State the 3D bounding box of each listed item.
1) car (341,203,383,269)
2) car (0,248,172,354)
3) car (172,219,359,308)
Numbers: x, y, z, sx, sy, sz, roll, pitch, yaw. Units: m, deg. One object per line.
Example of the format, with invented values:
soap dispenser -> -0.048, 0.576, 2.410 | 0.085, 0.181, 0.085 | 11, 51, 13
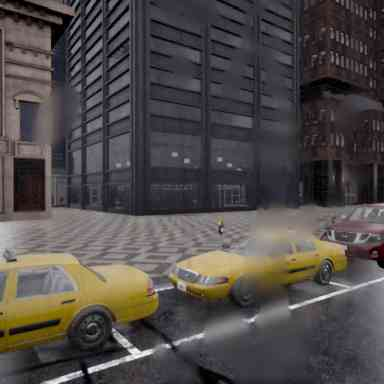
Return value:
car -> 6.498, 1.314, 11.269 | 5.009, 1.841, 2.192 | 0, 0, -35
car -> -2.834, 1.525, 4.631 | 4.829, 1.417, 1.752 | 0, 0, -35
car -> 1.763, 1.525, 7.900 | 4.829, 1.417, 1.752 | 0, 0, -35
